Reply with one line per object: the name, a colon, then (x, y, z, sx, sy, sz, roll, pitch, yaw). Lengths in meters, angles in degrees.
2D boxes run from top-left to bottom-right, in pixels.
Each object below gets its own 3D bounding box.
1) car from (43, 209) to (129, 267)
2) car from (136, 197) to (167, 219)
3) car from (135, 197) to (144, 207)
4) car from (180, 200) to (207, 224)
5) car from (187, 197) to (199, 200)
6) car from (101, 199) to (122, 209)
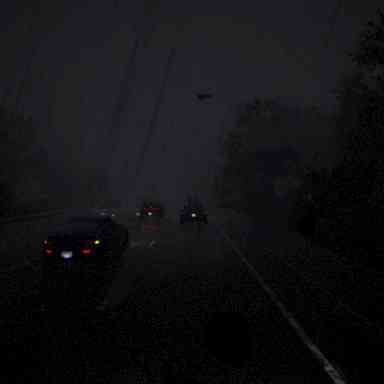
car: (-3.401, 1.526, 11.346, 1.812, 1.442, 4.674, 0, 0, 0)
car: (-3.403, 1.506, 29.324, 1.837, 1.490, 4.892, 0, 0, 0)
car: (-7.087, 1.492, 48.805, 2.128, 1.511, 4.902, 0, 0, 0)
car: (0.101, 1.564, 24.751, 1.994, 1.385, 4.181, 0, 0, 0)
car: (0.095, 1.353, 41.768, 2.097, 1.767, 4.553, 0, 0, 0)
car: (-10.592, 1.566, 43.730, 1.994, 1.385, 4.181, 0, 0, 0)
